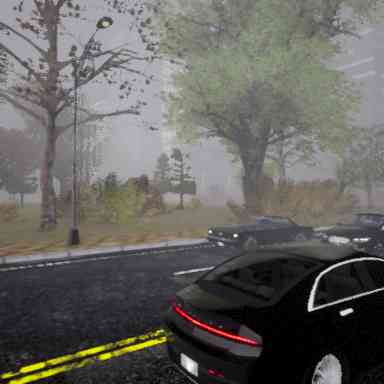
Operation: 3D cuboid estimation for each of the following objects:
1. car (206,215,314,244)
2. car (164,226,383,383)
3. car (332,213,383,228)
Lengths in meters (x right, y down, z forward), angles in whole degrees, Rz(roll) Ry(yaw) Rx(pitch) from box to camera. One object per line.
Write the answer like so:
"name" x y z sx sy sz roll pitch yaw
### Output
"car" 2.882 1.650 13.722 4.718 1.301 1.895 0 0 -35
"car" 1.941 1.526 4.859 4.892 1.490 1.837 0 0 -36
"car" 6.865 1.556 12.572 4.902 1.511 2.128 1 0 -35
